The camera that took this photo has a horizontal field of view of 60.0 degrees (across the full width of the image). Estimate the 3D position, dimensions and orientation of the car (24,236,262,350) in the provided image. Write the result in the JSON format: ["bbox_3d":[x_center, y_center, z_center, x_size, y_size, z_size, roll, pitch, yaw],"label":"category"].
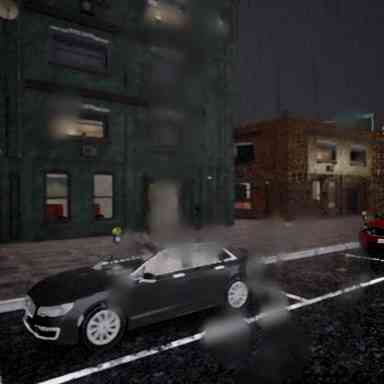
[{"bbox_3d":[-0.627,1.553,6.116,4.403,1.369,2.008,0,-1,-36],"label":"car"}]

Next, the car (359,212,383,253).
[{"bbox_3d":[8.403,1.324,12.566,5.009,1.841,2.192,0,-1,-36],"label":"car"}]
